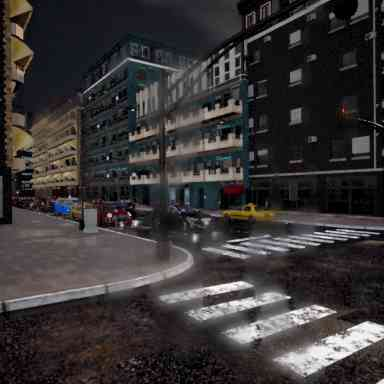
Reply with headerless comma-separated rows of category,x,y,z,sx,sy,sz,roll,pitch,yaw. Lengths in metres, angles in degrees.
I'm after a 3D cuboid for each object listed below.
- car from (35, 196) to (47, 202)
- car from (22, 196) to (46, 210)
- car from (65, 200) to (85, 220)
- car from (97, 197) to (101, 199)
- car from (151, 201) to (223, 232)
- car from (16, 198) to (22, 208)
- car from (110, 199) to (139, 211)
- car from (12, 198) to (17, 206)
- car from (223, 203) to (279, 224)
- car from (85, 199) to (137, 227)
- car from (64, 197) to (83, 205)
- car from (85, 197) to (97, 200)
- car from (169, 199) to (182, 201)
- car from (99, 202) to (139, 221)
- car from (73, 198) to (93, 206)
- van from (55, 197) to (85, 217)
car,-37.570,1.728,82.857,1.887,1.381,4.507,-1,1,-35
car,-21.921,1.628,46.441,1.967,1.590,4.097,-1,1,-35
car,-8.977,1.652,28.273,1.752,1.417,4.829,-1,1,-35
car,-15.096,1.502,51.302,1.967,1.590,4.097,-1,1,-35
car,-0.693,1.552,21.022,2.128,1.511,4.902,-1,0,-39
car,-25.130,1.770,50.949,1.947,1.339,4.313,-1,1,-35
car,-8.672,1.582,42.288,2.008,1.369,4.403,-1,1,-35
car,-31.552,1.782,59.965,1.887,1.381,4.507,-1,1,-35
car,4.072,1.498,24.397,1.752,1.417,4.829,-1,1,-35
car,-5.866,1.553,23.904,1.967,1.590,4.097,-1,1,-35
car,-21.516,1.645,60.319,2.008,1.369,4.403,-1,1,-35
car,-13.109,1.468,38.559,2.097,1.767,4.553,-1,1,-35
car,-2.252,1.441,33.272,1.967,1.590,4.097,-1,1,-35
car,-6.484,1.650,29.243,1.994,1.385,4.181,-1,0,-35
car,-18.305,1.644,55.811,1.947,1.339,4.313,-1,1,-35
van,-12.289,1.483,32.917,1.690,1.788,3.998,-1,1,-35
